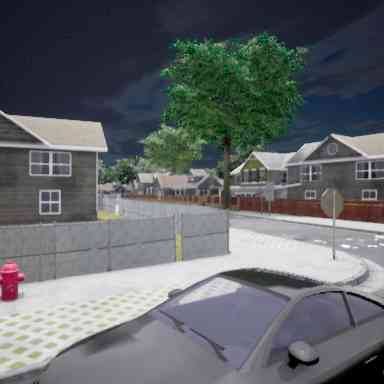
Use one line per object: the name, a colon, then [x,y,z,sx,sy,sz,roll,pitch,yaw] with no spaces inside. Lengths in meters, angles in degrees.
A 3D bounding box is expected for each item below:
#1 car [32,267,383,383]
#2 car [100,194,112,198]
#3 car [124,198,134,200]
car: [0.641,1.565,3.365,4.181,1.385,1.994,0,0,-35]
car: [-23.142,1.434,91.585,2.128,1.511,4.902,0,0,-23]
car: [-10.136,1.596,53.718,1.895,1.301,4.718,0,0,-23]
